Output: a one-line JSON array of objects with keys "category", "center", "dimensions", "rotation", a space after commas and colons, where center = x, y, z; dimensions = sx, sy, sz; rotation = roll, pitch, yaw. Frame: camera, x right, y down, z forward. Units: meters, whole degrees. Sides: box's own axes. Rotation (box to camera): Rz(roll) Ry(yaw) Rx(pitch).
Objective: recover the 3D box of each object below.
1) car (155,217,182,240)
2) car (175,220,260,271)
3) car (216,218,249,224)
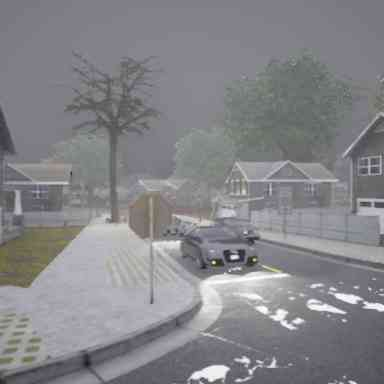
[{"category": "car", "center": [-1.652, 2.379, 22.543], "dimensions": [1.994, 1.385, 4.181], "rotation": [0, -2, -13]}, {"category": "car", "center": [0.873, 2.001, 12.709], "dimensions": [1.994, 1.385, 4.181], "rotation": [0, -2, -15]}, {"category": "car", "center": [2.124, 2.189, 19.267], "dimensions": [2.033, 1.411, 5.357], "rotation": [0, -2, -13]}]
